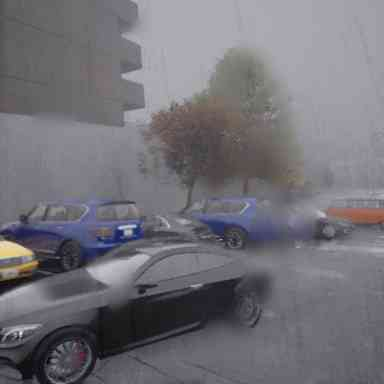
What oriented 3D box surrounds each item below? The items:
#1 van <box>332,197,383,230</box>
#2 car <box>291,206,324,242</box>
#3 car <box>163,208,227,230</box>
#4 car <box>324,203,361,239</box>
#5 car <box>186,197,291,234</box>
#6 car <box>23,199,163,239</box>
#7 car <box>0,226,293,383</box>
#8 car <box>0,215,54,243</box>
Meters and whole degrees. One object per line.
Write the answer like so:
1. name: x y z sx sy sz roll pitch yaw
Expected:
1. van: 10.798 1.308 21.105 4.442 1.987 1.878 -1 -1 36
2. car: 3.433 1.550 15.953 4.792 1.488 2.163 -1 -1 35
3. car: -1.488 1.512 12.489 4.892 1.521 2.231 -1 -1 35
4. car: 5.929 1.525 17.655 4.892 1.521 2.231 -1 -1 36
5. car: 0.954 1.264 14.238 5.566 2.045 2.435 -1 -1 35
6. car: -3.967 1.256 10.773 5.566 2.045 2.435 -1 -1 35
7. car: -0.650 1.530 5.382 4.674 1.442 1.812 0 0 -35
8. car: -6.226 1.497 8.911 5.366 1.575 1.946 -1 -1 35
